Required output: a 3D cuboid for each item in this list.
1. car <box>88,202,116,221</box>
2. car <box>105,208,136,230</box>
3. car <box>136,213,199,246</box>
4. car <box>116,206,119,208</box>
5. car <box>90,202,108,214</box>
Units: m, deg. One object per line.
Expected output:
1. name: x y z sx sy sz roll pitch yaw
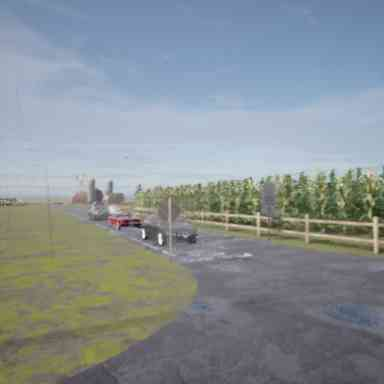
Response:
1. car: -10.541 2.336 38.143 2.097 1.767 4.553 0 -2 -26
2. car: -5.402 2.262 26.796 1.895 1.301 4.718 0 -1 -24
3. car: -1.305 1.911 17.771 1.837 1.490 4.892 0 -1 -25
4. car: -10.959 2.703 46.186 1.812 1.442 4.674 0 -1 -24
5. car: -16.280 2.733 57.910 2.150 2.045 5.566 0 -1 -24
